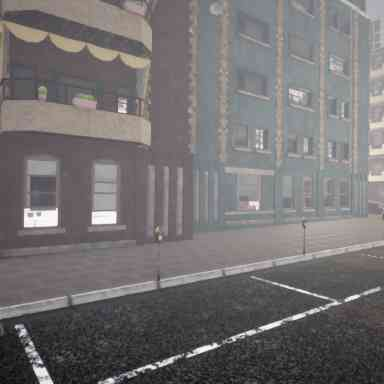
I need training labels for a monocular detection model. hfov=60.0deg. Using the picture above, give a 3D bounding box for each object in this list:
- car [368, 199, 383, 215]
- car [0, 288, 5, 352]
[{"bbox_3d":[16.142,1.241,32.640,2.192,1.841,5.009,1,0,-36],"label":"car"},{"bbox_3d":[-4.195,1.566,3.097,4.313,1.339,1.947,0,1,-35],"label":"car"}]
